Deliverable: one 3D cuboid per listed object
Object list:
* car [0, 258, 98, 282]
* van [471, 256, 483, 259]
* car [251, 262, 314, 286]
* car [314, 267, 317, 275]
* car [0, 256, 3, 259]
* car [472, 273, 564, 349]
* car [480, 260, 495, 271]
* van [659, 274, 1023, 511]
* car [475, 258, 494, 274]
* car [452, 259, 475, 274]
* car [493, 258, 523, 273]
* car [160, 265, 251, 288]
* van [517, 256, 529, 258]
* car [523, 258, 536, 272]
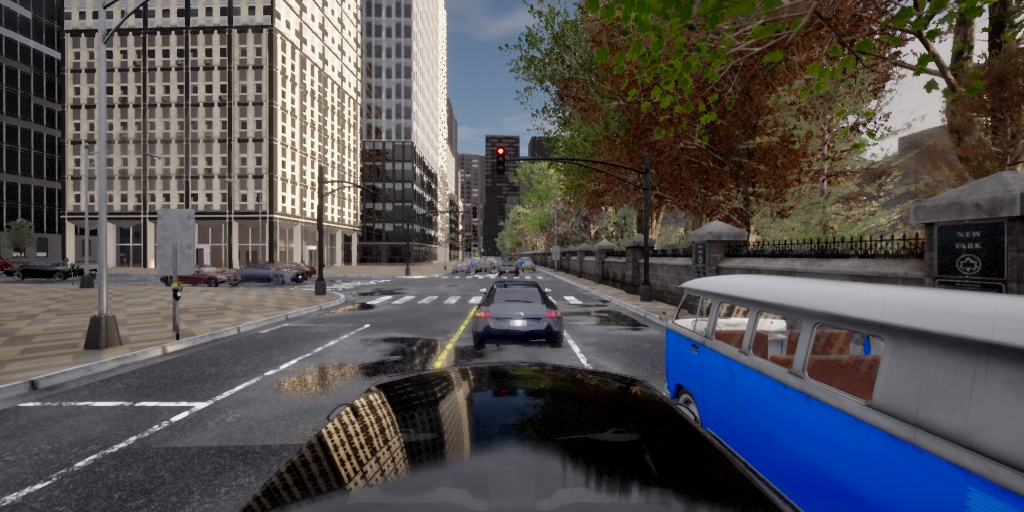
[{"bbox_3d":[-30.940,1.015,24.293,4.718,1.301,1.895,1,0,3],"label":"car"},{"bbox_3d":[-6.332,1.062,62.462,1.690,1.789,3.998,0,0,-2],"label":"van"},{"bbox_3d":[-15.626,1.152,23.275,4.181,1.385,1.994,1,0,6],"label":"car"},{"bbox_3d":[-18.095,1.126,29.080,4.207,1.307,1.802,0,0,4],"label":"car"},{"bbox_3d":[-45.545,0.675,30.500,4.097,1.591,1.967,0,0,1],"label":"car"},{"bbox_3d":[0.098,1.313,9.202,1.994,1.385,4.181,0,0,-1],"label":"car"},{"bbox_3d":[-3.417,1.294,50.841,1.994,1.385,4.181,0,0,-2],"label":"car"},{"bbox_3d":[2.568,1.091,2.622,1.690,1.789,3.998,0,0,0],"label":"van"},{"bbox_3d":[-3.230,1.241,40.862,1.837,1.490,4.892,0,0,-3],"label":"car"},{"bbox_3d":[-5.645,1.287,40.287,2.007,1.370,4.403,0,0,-1],"label":"car"},{"bbox_3d":[-0.306,1.231,35.745,2.128,1.511,4.902,0,0,3],"label":"car"},{"bbox_3d":[-18.158,1.149,20.967,4.207,1.307,1.802,0,0,4],"label":"car"},{"bbox_3d":[1.990,1.070,51.714,1.690,1.789,3.998,0,0,-1],"label":"van"},{"bbox_3d":[2.114,1.259,46.341,1.751,1.417,4.829,0,0,-1],"label":"car"}]
